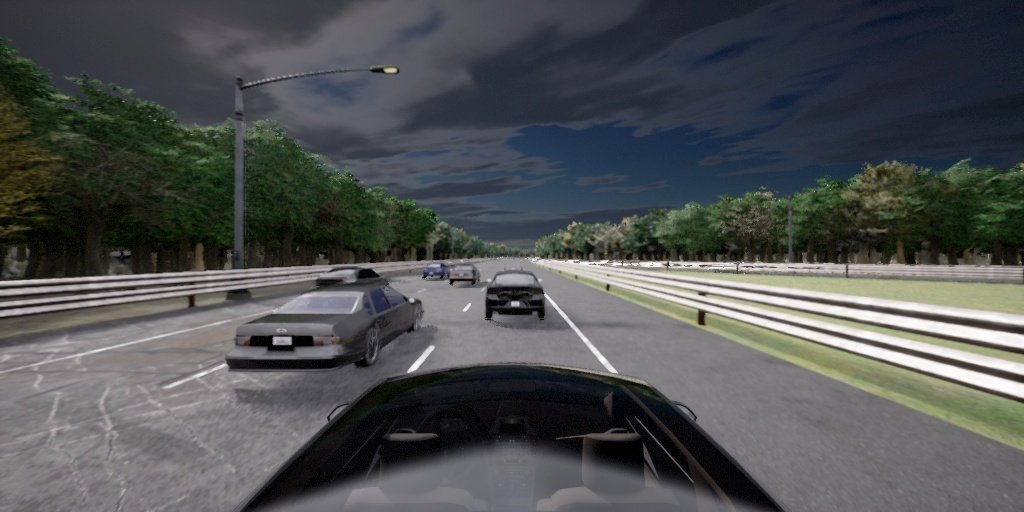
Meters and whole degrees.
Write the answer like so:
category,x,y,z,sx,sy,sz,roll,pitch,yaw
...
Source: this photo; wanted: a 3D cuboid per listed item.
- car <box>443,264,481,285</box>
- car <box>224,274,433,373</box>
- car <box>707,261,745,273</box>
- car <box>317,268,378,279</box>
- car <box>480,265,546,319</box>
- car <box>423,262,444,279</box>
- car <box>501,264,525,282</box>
category,x,y,z,sx,sy,sz,roll,pitch,yaw
car,-3.404,1.322,26.516,2.033,1.411,5.357,0,0,0
car,-3.400,1.302,7.813,2.033,1.411,5.357,0,0,0
car,29.966,1.467,50.316,2.033,1.649,4.856,0,0,-28
car,-6.902,1.243,15.801,1.837,1.490,4.892,0,0,0
car,0.098,1.236,12.817,1.882,1.535,5.008,0,0,0
car,-6.905,1.313,32.982,1.812,1.442,4.674,0,0,0
car,0.096,1.382,30.327,1.895,1.301,4.718,0,0,0
